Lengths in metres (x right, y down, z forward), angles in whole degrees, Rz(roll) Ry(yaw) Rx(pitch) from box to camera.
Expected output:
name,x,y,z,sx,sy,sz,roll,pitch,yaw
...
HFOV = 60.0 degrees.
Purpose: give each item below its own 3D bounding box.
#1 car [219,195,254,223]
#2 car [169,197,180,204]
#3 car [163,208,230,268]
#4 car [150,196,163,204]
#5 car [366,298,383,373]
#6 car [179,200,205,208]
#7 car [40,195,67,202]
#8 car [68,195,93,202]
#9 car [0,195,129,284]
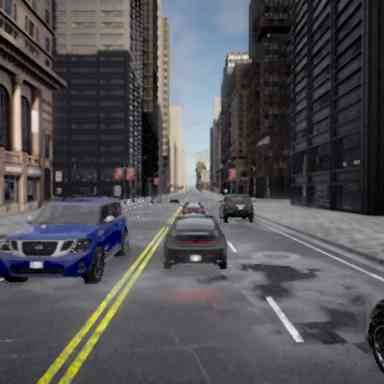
name,x,y,z,sx,sy,sz,roll,pitch,yaw
car,3.355,1.204,25.625,2.150,2.045,5.566,0,0,0
car,-3.232,1.550,61.645,1.895,1.301,4.718,0,0,0
car,0.100,1.497,11.206,1.837,1.490,4.892,0,0,0
car,-6.486,1.441,61.162,2.128,1.511,4.902,0,0,0
car,3.335,1.563,2.787,1.994,1.385,4.181,0,0,0
car,0.106,1.506,27.534,1.812,1.442,4.674,0,0,0
car,-28.215,1.288,67.744,4.829,1.417,1.752,0,0,0
car,-22.760,1.353,67.775,4.507,1.381,1.887,0,0,0
car,-3.348,1.214,9.930,2.150,2.045,5.566,0,0,0
